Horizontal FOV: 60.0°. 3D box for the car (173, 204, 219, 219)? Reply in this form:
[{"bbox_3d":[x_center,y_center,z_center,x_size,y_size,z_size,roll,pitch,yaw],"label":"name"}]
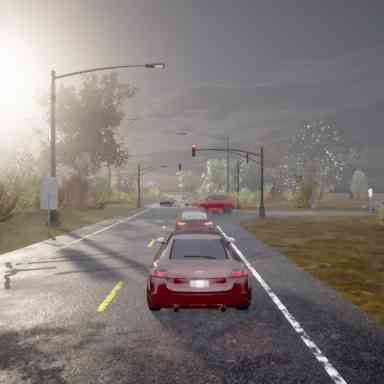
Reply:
[{"bbox_3d":[0.061,1.526,16.544,1.812,1.442,4.674,0,0,-2],"label":"car"}]

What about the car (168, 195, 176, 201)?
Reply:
[{"bbox_3d":[-4.969,1.484,83.162,1.882,1.535,5.008,0,0,-2],"label":"car"}]

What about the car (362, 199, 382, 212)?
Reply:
[{"bbox_3d":[21.504,1.506,36.963,4.902,1.511,2.128,0,0,0],"label":"car"}]

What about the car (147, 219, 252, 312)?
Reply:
[{"bbox_3d":[0.099,1.564,7.784,1.994,1.385,4.181,0,0,-1],"label":"car"}]

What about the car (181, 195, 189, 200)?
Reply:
[{"bbox_3d":[-1.945,1.533,95.108,2.128,1.511,4.902,0,0,-3],"label":"car"}]

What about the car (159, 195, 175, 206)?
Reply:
[{"bbox_3d":[-4.158,1.603,53.151,1.895,1.301,4.718,0,0,-1],"label":"car"}]

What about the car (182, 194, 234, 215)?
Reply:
[{"bbox_3d":[1.682,1.225,33.125,5.566,2.045,2.150,0,-1,-36],"label":"car"}]

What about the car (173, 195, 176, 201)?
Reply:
[{"bbox_3d":[-4.366,1.567,62.340,1.994,1.385,4.181,0,0,-1],"label":"car"}]

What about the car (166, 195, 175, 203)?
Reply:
[{"bbox_3d":[-4.607,1.482,72.715,1.882,1.535,5.008,0,0,-2],"label":"car"}]
